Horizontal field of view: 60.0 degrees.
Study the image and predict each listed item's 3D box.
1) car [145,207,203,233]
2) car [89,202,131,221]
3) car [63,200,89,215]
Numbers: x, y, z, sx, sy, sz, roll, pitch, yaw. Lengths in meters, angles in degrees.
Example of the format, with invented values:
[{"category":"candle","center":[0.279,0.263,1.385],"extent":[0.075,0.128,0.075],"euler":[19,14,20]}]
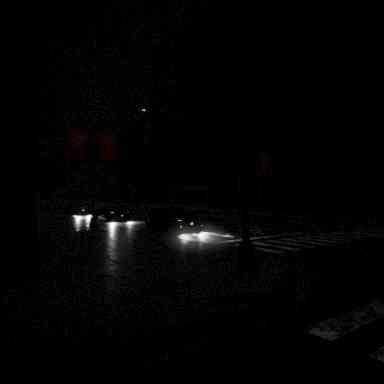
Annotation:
[{"category":"car","center":[-1.169,1.619,20.372],"extent":[1.994,1.385,4.181],"euler":[0,0,-36]},{"category":"car","center":[-6.905,1.619,28.360],"extent":[1.812,1.442,4.674],"euler":[0,0,-36]},{"category":"car","center":[-12.671,1.622,36.395],"extent":[2.128,1.511,4.902],"euler":[0,0,-35]}]
